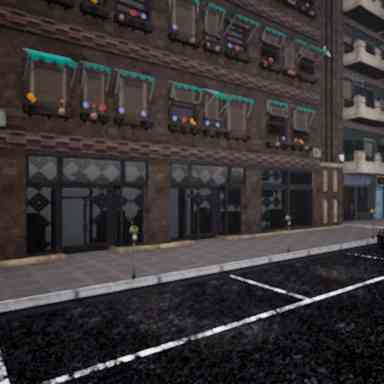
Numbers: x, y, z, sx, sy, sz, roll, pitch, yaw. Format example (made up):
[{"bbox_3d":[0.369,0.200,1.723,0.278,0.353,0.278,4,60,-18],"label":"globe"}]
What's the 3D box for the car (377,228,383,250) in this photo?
[{"bbox_3d":[8.912,1.507,12.862,4.313,1.339,1.947,0,0,-35],"label":"car"}]
